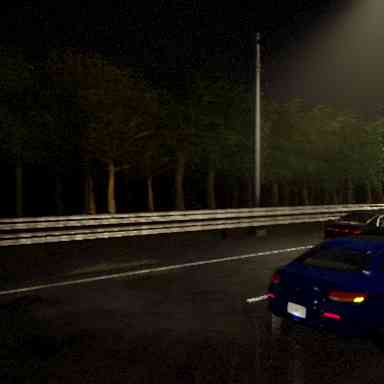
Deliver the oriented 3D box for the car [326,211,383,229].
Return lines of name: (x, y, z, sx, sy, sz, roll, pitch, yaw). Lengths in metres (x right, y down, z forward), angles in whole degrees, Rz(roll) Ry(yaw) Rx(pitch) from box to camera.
car: (7.163, 1.491, 12.847, 4.892, 1.490, 1.837, 0, 0, -34)

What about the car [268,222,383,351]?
car: (3.392, 1.518, 6.072, 4.674, 1.442, 1.812, 0, 0, -35)
